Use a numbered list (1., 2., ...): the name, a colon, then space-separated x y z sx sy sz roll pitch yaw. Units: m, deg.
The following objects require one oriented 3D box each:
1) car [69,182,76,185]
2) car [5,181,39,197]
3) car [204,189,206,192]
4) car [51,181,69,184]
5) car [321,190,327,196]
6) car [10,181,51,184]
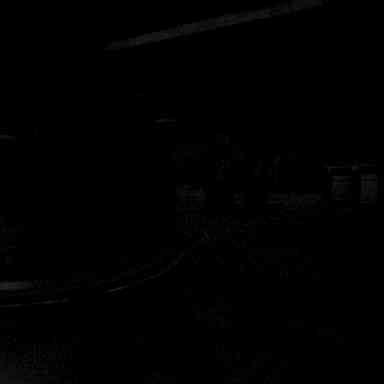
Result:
1. car: -25.423 -1.282 68.065 4.605 1.855 1.932 2 2 35
2. car: -21.751 -0.463 42.425 4.605 1.855 1.932 2 2 35
3. car: 4.902 -0.326 65.594 5.027 1.636 2.152 2 2 35
4. car: -26.761 -1.256 65.453 3.866 1.878 1.905 2 2 35
5. car: 28.964 0.228 71.014 1.812 1.442 4.674 2 2 36
6. car: -17.220 -0.177 35.207 3.866 1.878 1.905 2 2 35
